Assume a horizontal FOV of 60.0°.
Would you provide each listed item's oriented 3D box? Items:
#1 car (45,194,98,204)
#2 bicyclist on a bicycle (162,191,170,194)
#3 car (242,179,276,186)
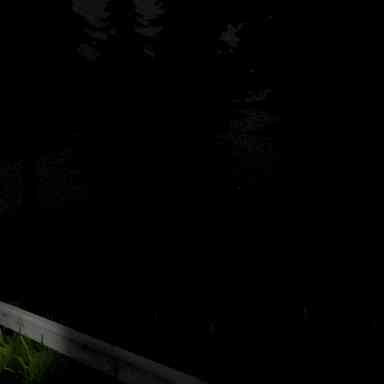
[{"bbox_3d":[-11.301,1.000,31.171,5.008,1.535,1.882,-5,3,-30],"label":"car"},{"bbox_3d":[-2.234,0.269,28.847,0.582,1.620,1.656,1,4,-28],"label":"bicyclist on a bicycle"},{"bbox_3d":[7.273,-0.630,37.851,4.553,1.767,2.097,-4,0,1],"label":"car"}]
